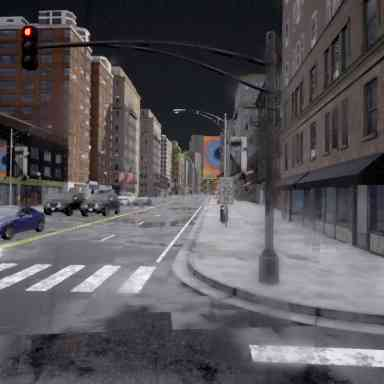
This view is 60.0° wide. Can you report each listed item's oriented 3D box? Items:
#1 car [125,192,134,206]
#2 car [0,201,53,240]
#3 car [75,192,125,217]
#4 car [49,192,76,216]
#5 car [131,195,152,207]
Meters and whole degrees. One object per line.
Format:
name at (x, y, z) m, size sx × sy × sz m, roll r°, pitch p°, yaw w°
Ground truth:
car at (-10.028, 1.044, 49.834) m, size 2.150 × 2.045 × 5.566 m, roll 1°, pitch 0°, yaw 4°
car at (-8.964, 1.413, 16.460) m, size 1.812 × 1.442 × 4.674 m, roll 1°, pitch 0°, yaw 2°
car at (-8.113, 1.086, 29.995) m, size 2.150 × 2.045 × 5.566 m, roll 1°, pitch 0°, yaw 4°
car at (-11.343, 1.053, 30.298) m, size 2.150 × 2.045 × 5.566 m, roll 1°, pitch 0°, yaw 4°
car at (-6.921, 1.377, 47.773) m, size 1.812 × 1.442 × 4.674 m, roll 1°, pitch 0°, yaw 4°
